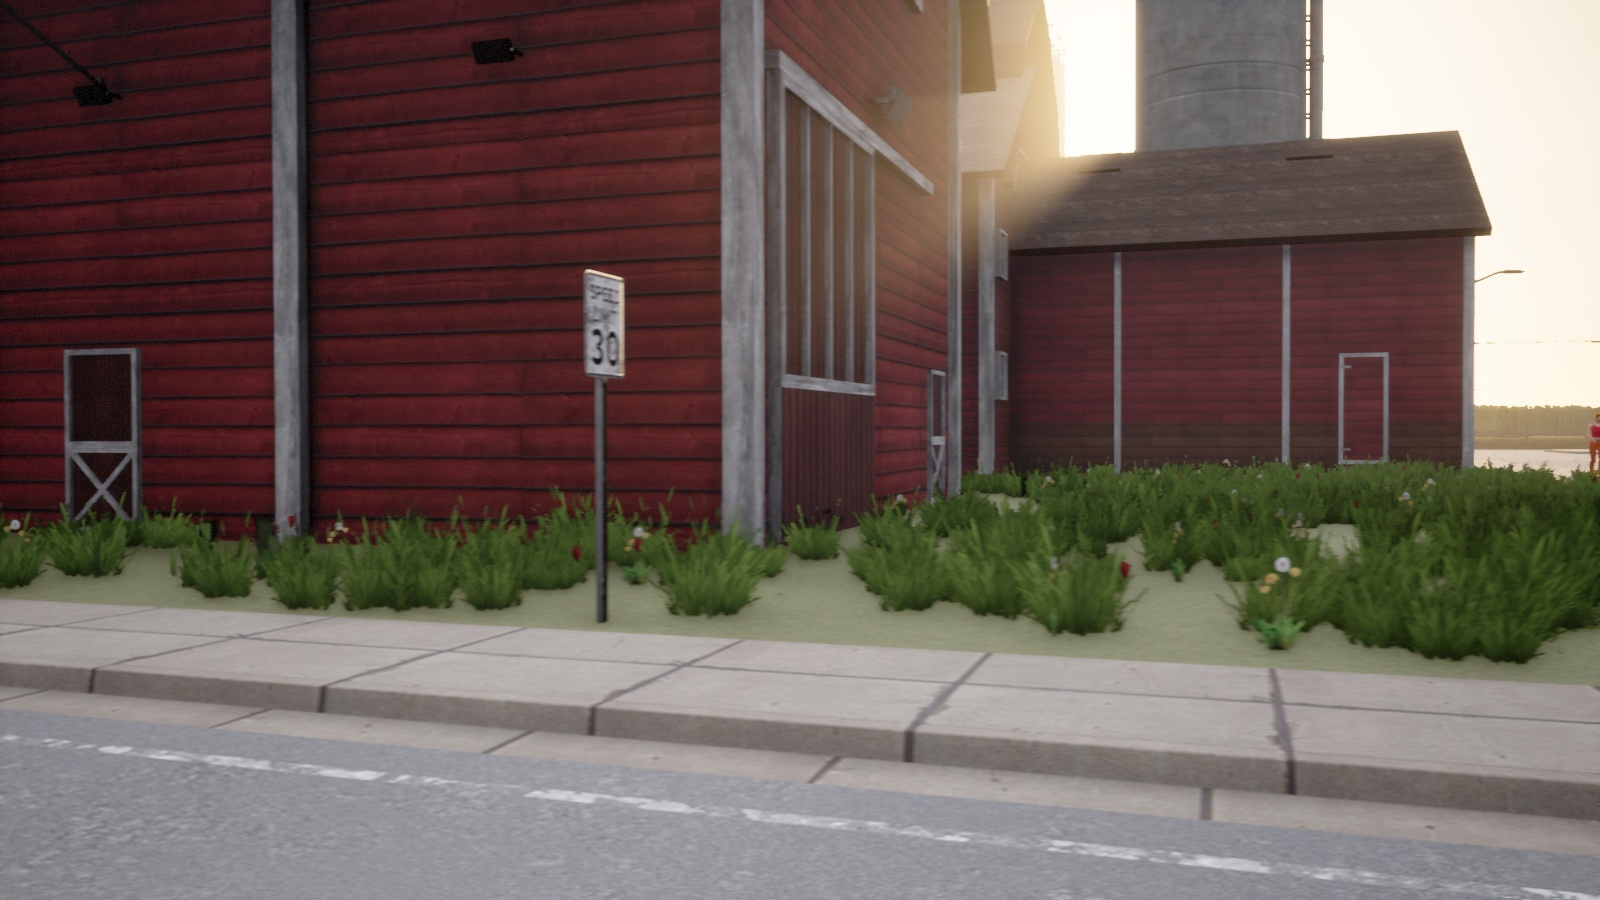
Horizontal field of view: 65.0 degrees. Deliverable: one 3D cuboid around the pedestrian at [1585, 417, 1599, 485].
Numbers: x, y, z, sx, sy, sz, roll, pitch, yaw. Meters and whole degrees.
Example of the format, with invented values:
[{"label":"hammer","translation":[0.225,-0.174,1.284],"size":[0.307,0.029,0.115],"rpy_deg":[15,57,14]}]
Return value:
[{"label":"pedestrian","translation":[21.573,0.032,34.042],"size":[0.345,1.836,0.594],"rpy_deg":[1,1,21]}]
